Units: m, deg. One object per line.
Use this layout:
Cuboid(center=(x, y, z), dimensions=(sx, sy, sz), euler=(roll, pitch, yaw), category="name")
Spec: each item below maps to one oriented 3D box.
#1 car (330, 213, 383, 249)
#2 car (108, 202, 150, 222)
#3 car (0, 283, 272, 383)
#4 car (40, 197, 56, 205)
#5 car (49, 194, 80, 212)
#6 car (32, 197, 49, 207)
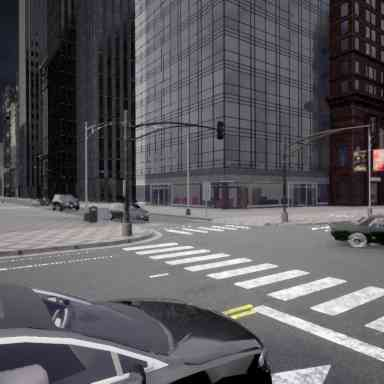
Cuboid(center=(8.085, 1.602, 13.360), dimensions=(4.718, 1.301, 1.895), euler=(0, 0, 22), category="car")
Cuboid(center=(-5.023, 1.553, 26.112), dimensions=(1.837, 1.490, 4.892), euler=(0, 0, -35), category="car")
Cuboid(center=(-1.475, 1.491, 2.386), dimensions=(4.902, 1.511, 2.128), euler=(0, 0, -36), category="car")
Cuboid(center=(-27.607, 1.650, 63.487), dimensions=(1.837, 1.490, 4.892), euler=(0, 0, -35), category="car")
Cuboid(center=(-15.603, 1.313, 41.036), dimensions=(2.150, 2.045, 5.566), euler=(0, 0, -35), category="car")
Cuboid(center=(-24.578, 1.743, 53.861), dimensions=(1.994, 1.385, 4.181), euler=(0, 0, -35), category="car")
